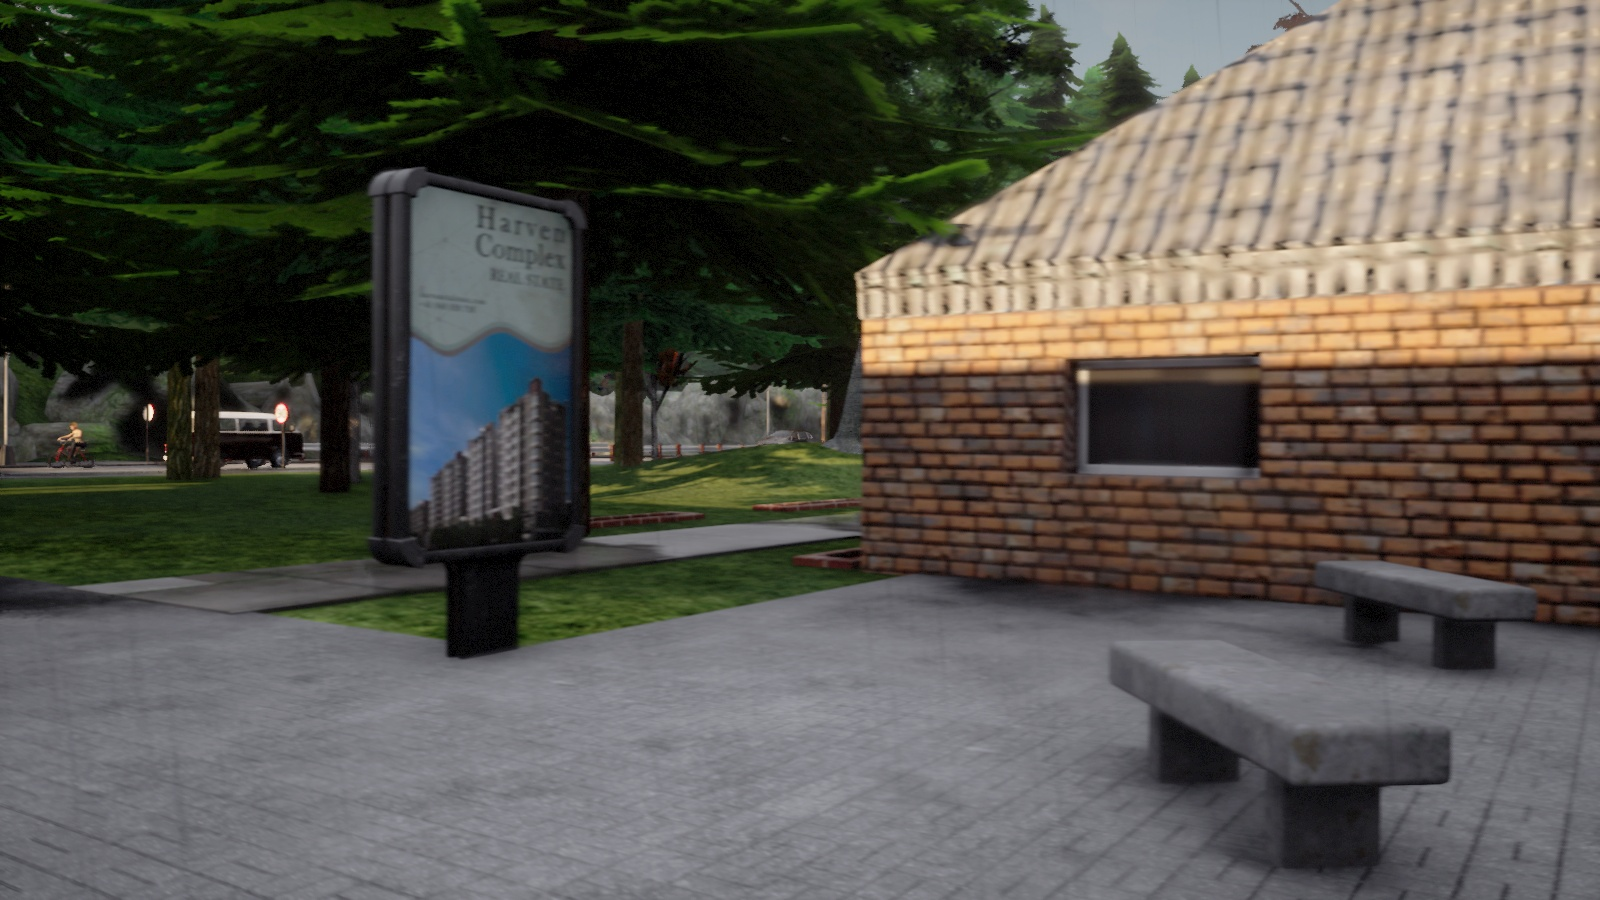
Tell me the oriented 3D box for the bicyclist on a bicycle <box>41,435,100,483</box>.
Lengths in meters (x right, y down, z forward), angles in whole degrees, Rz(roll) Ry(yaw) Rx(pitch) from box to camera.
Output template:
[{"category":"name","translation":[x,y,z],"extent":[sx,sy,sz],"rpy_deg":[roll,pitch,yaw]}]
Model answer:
[{"category":"bicyclist on a bicycle","translation":[-25.014,0.304,43.077],"extent":[0.866,1.612,1.509],"rpy_deg":[0,1,33]}]

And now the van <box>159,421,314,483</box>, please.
[{"category":"van","translation":[-19.653,0.033,43.976],"extent":[2.069,2.038,4.480],"rpy_deg":[0,1,33]}]

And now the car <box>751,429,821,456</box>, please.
[{"category":"car","translation":[-0.879,-0.507,79.778],"extent":[2.242,1.667,4.611],"rpy_deg":[0,1,34]}]
